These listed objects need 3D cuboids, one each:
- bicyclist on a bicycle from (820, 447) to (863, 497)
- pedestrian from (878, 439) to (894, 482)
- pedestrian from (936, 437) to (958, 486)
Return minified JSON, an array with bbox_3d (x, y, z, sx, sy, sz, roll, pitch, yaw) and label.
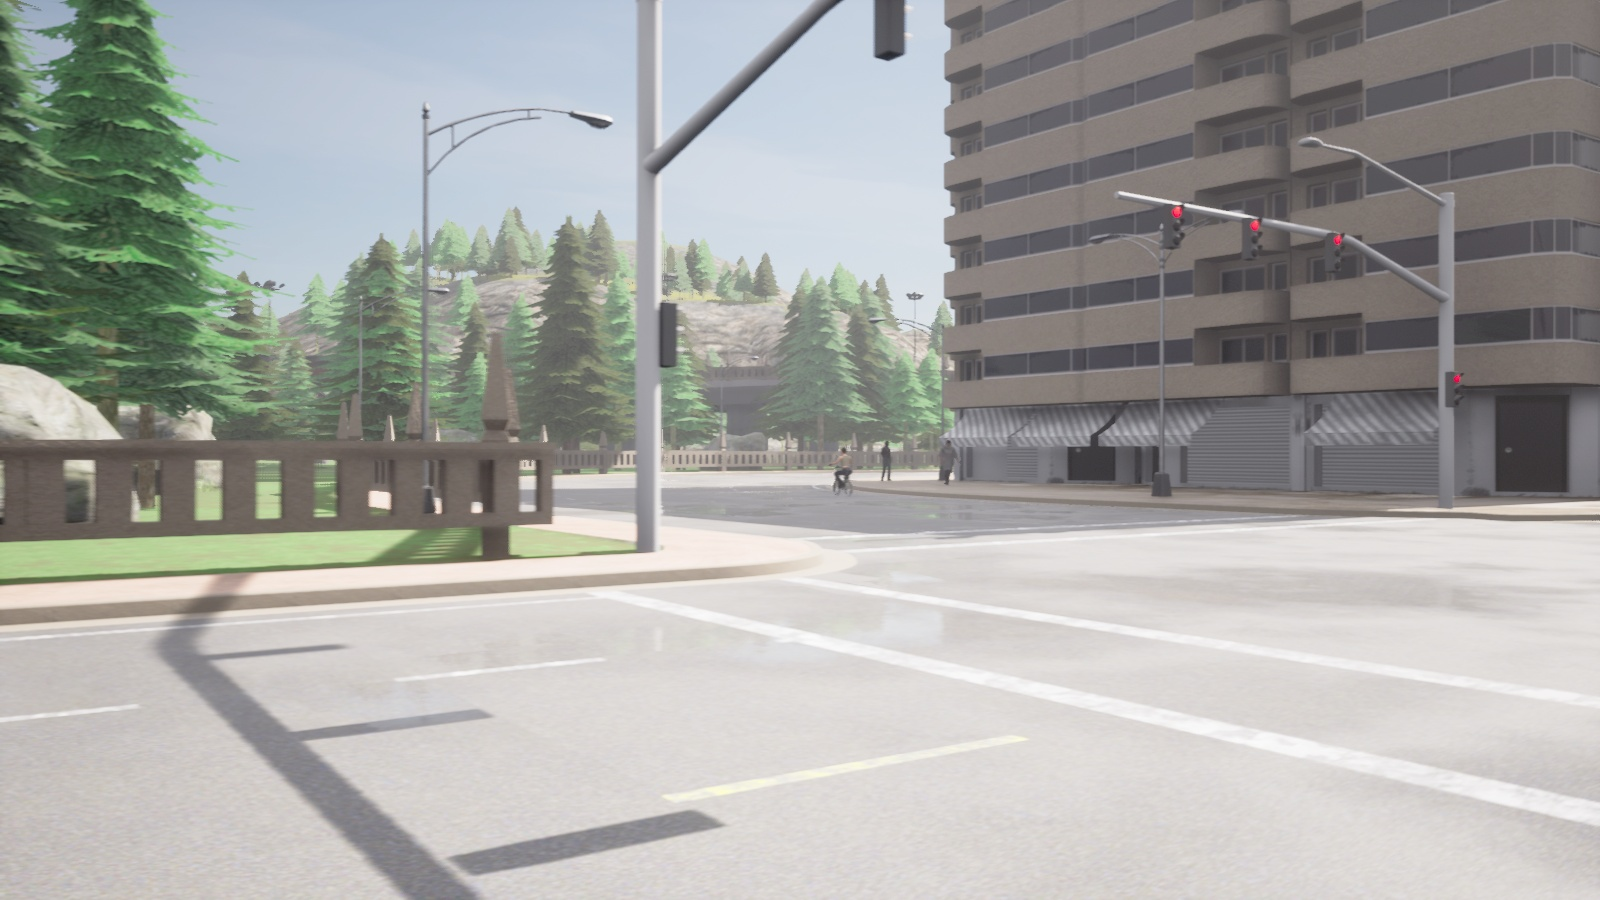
[{"bbox_3d":[1.349,0.725,41.420,0.866,1.612,1.509,1,0,-22],"label":"bicyclist on a bicycle"},{"bbox_3d":[3.880,0.469,56.620,0.402,1.930,0.666,0,0,-26],"label":"pedestrian"},{"bbox_3d":[5.966,0.455,50.900,0.659,1.952,0.873,0,0,-9],"label":"pedestrian"}]
